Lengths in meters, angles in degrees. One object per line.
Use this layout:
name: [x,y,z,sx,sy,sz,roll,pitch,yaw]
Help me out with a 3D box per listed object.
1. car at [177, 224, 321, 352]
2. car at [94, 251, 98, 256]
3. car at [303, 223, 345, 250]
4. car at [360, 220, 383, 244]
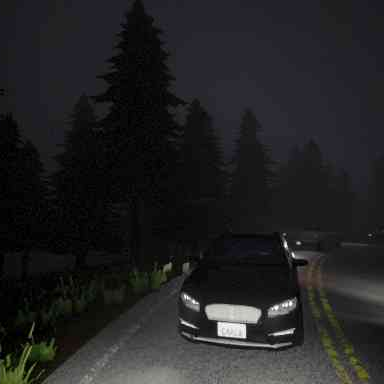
car: [1.138,1.562,6.623,2.128,1.511,4.902,-1,-2,15]
car: [-20.219,13.650,73.004,4.181,1.381,1.994,-2,-5,31]
car: [6.525,2.310,17.730,1.895,1.301,4.718,-3,-6,39]
car: [15.881,3.227,26.473,5.566,2.045,2.150,8,-8,-28]
